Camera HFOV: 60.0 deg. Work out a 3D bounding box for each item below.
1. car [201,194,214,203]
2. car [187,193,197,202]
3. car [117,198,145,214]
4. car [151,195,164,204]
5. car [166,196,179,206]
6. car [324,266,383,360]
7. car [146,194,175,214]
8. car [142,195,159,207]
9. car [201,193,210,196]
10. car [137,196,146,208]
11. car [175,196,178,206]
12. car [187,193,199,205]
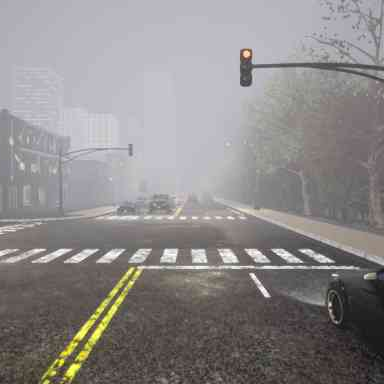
[{"bbox_3d":[3.378,1.582,66.910,1.895,1.301,4.718,0,0,0],"label":"car"},{"bbox_3d":[0.032,1.201,78.140,2.150,2.045,5.566,0,0,0],"label":"car"},{"bbox_3d":[-6.593,1.593,35.329,1.895,1.301,4.718,0,0,1],"label":"car"},{"bbox_3d":[-6.528,1.460,63.573,1.882,1.535,5.008,0,0,1],"label":"car"},{"bbox_3d":[-3.312,1.463,56.515,1.882,1.535,5.008,0,0,0],"label":"car"},{"bbox_3d":[3.350,1.564,4.271,1.994,1.385,4.181,0,0,0],"label":"car"},{"bbox_3d":[-3.325,1.214,36.281,2.150,2.045,5.566,0,0,0],"label":"car"},{"bbox_3d":[-6.567,1.338,53.129,2.097,1.767,4.553,0,0,0],"label":"car"},{"bbox_3d":[3.281,1.202,76.890,2.150,2.045,5.566,0,0,0],"label":"car"},{"bbox_3d":[-6.572,1.341,44.240,2.097,1.767,4.553,0,0,0],"label":"car"},{"bbox_3d":[-3.319,1.514,46.271,1.812,1.442,4.674,0,0,0],"label":"car"},{"bbox_3d":[0.123,1.462,57.826,1.882,1.535,5.008,0,0,0],"label":"car"}]
